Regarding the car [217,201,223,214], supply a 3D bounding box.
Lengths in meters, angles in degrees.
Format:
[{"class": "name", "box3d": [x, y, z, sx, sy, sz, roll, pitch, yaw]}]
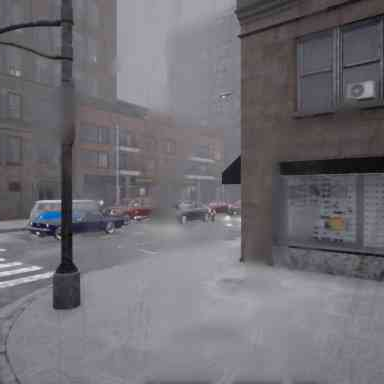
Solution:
[{"class": "car", "box3d": [2.307, 1.575, 33.343, 1.887, 1.381, 4.507, 0, 0, 36]}]

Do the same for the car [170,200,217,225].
[{"class": "car", "box3d": [-0.418, 1.528, 24.862, 1.837, 1.490, 4.892, 0, 0, 36]}]

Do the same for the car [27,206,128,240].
[{"class": "car", "box3d": [-5.889, 1.617, 17.332, 1.895, 1.301, 4.718, 0, 0, 37]}]

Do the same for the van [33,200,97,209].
[{"class": "van", "box3d": [-7.526, 1.358, 19.736, 1.690, 1.788, 3.998, 0, 0, 36]}]

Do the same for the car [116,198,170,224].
[{"class": "car", "box3d": [-4.248, 1.336, 24.272, 2.192, 1.841, 5.009, 0, 0, 36]}]

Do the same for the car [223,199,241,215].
[{"class": "car", "box3d": [5.354, 1.383, 32.836, 2.097, 1.767, 4.553, 0, 0, 36]}]

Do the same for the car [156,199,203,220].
[{"class": "car", "box3d": [-0.971, 1.466, 28.807, 1.967, 1.590, 4.097, 0, 0, 36]}]
